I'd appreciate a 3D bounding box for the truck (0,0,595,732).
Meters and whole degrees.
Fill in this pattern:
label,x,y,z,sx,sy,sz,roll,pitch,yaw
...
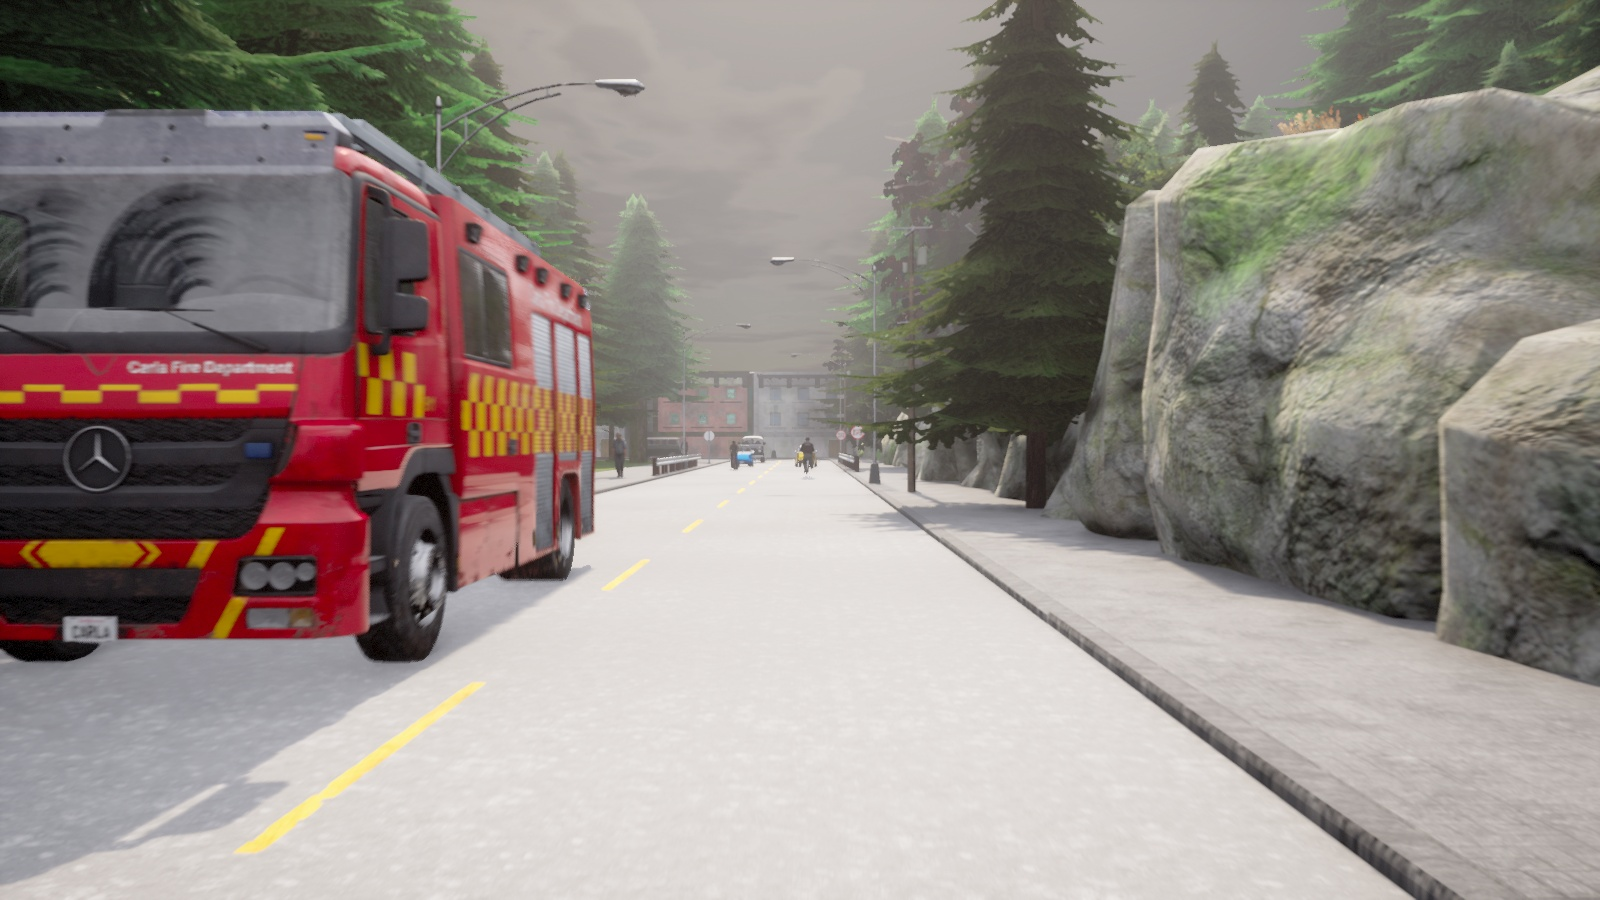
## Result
label,x,y,z,sx,sy,sz,roll,pitch,yaw
truck,-3.923,-0.482,10.727,2.891,3.827,8.468,0,0,0

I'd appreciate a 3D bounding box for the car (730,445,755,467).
label,x,y,z,sx,sy,sz,roll,pitch,yaw
car,-3.620,0.353,78.950,1.481,1.376,2.207,0,0,0

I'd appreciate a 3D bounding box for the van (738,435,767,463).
label,x,y,z,sx,sy,sz,roll,pitch,yaw
van,-3.595,-0.070,95.272,2.069,2.038,4.480,0,0,0

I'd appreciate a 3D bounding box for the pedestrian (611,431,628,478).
label,x,y,z,sx,sy,sz,roll,pitch,yaw
pedestrian,-7.191,0.169,49.951,0.540,1.848,0.694,0,0,5

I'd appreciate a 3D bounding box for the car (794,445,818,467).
label,x,y,z,sx,sy,sz,roll,pitch,yaw
car,0.381,0.355,79.239,1.481,1.376,2.207,0,1,0
